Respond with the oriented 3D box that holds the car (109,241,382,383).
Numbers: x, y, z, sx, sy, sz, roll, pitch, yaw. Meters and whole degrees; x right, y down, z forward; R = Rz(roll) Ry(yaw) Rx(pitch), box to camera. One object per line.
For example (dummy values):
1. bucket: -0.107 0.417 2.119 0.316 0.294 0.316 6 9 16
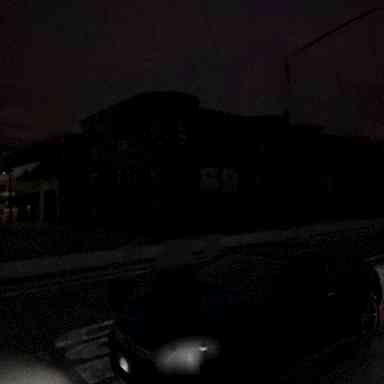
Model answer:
1. car: 1.119 1.529 4.937 4.674 1.442 1.812 0 0 -38
